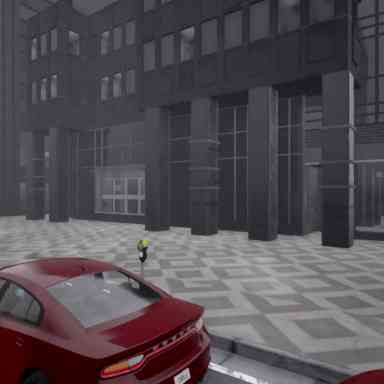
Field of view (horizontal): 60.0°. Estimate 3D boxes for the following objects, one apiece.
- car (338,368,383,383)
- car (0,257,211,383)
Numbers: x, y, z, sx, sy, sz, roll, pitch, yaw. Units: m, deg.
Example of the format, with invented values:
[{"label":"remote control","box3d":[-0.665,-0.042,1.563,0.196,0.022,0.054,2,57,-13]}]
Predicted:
[{"label":"car","box3d":[2.691,1.545,1.048,4.507,1.381,1.887,0,0,35]},{"label":"car","box3d":[-1.905,1.545,4.311,4.507,1.381,1.887,0,0,35]}]
